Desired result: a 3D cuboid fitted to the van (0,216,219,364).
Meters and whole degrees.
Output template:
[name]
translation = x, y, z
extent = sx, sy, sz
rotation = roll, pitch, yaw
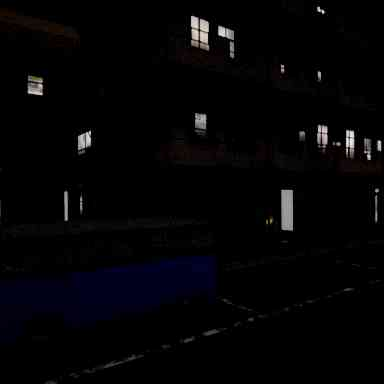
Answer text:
[van]
translation = -1.431, 1.341, 5.550
extent = 3.998, 1.788, 1.690
rotation = 0, 0, -35
